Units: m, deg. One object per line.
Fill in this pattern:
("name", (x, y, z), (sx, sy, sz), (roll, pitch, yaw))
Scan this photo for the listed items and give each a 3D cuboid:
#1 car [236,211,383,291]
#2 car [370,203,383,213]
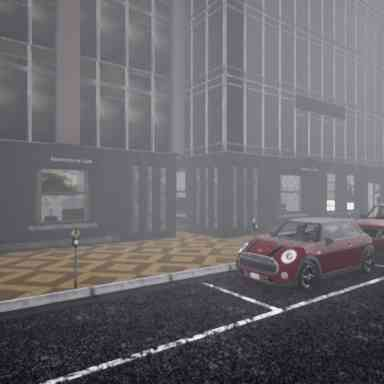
("car", (3.091, 1.438, 8.938), (4.097, 1.590, 1.967), (0, 0, -35))
("car", (7.617, 1.308, 12.164), (5.009, 1.841, 2.192), (0, 0, -35))
